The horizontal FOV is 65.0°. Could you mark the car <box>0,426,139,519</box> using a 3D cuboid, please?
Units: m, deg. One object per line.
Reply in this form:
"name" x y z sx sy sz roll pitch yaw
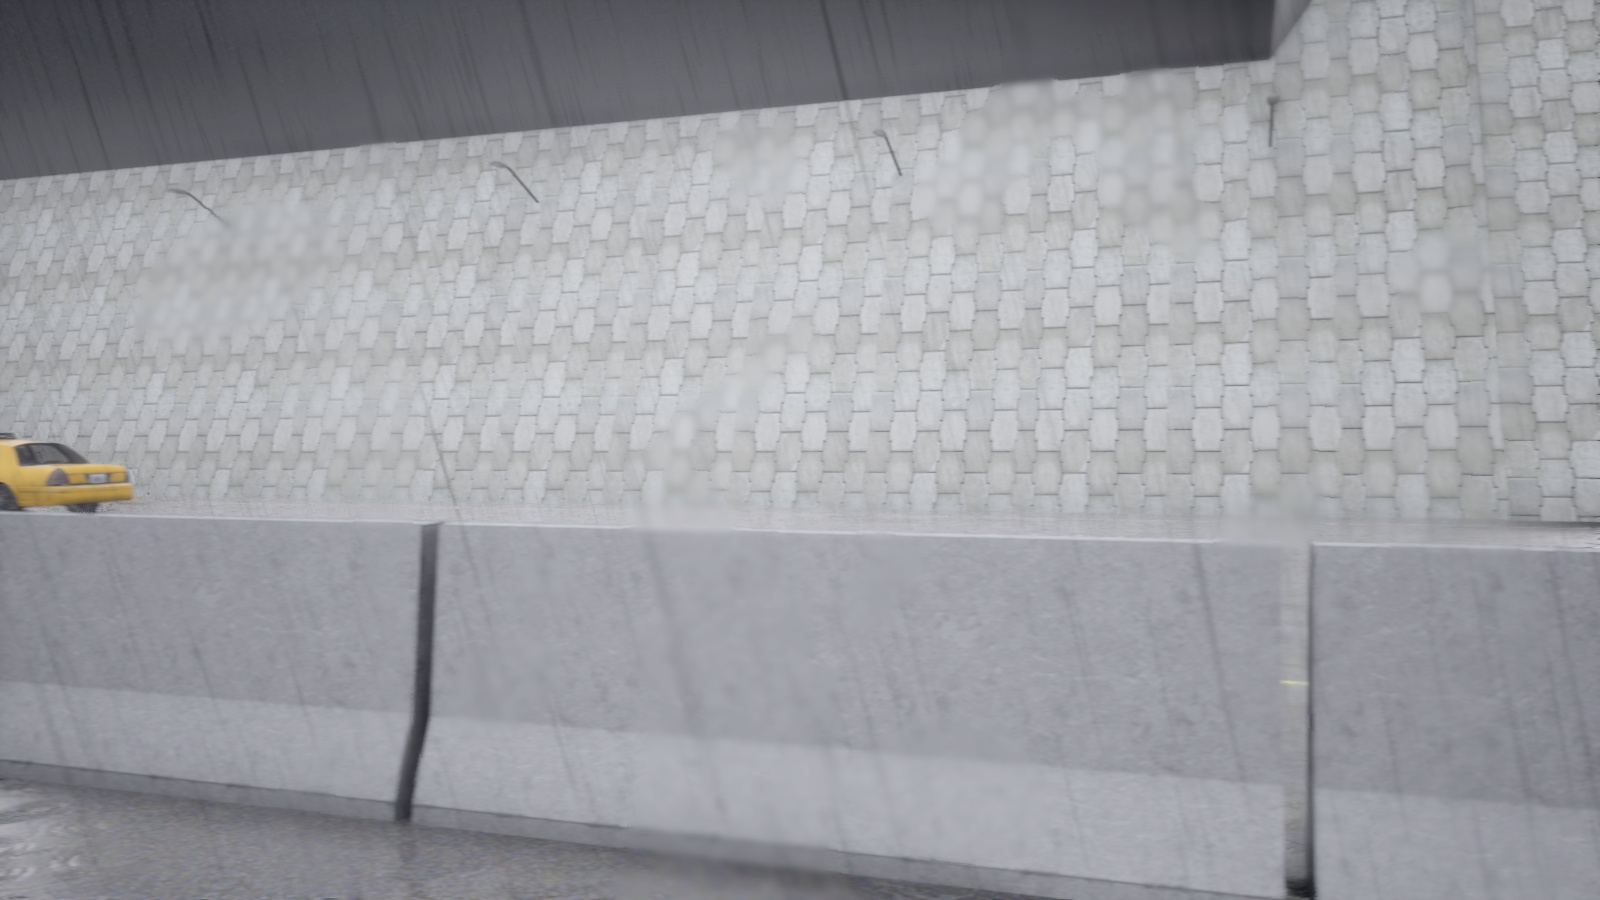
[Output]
"car" -14.930 0.341 22.988 5.366 1.575 1.801 1 1 19
